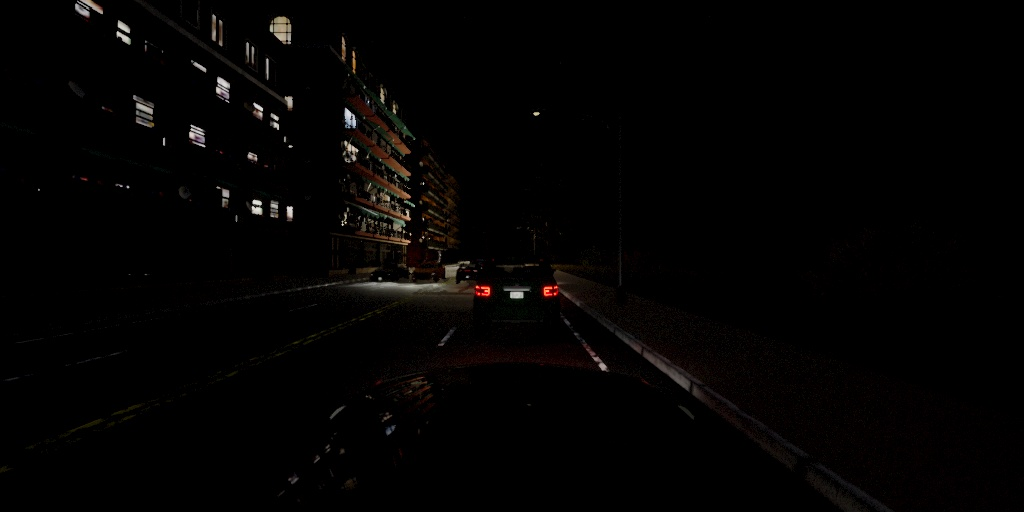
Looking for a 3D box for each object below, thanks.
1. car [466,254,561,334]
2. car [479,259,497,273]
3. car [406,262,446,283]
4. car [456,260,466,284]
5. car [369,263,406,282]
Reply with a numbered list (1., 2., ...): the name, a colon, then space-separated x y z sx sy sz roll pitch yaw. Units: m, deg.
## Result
1. car: 0.129 0.973 10.762 2.150 2.045 5.566 0 0 0
2. car: -2.981 1.229 45.085 1.882 1.535 5.008 0 0 0
3. car: -6.497 1.230 28.406 1.882 1.535 5.008 0 0 0
4. car: -3.052 1.243 27.146 2.128 1.511 4.902 0 0 0
5. car: -9.746 1.299 29.181 2.033 1.411 5.357 0 0 0
